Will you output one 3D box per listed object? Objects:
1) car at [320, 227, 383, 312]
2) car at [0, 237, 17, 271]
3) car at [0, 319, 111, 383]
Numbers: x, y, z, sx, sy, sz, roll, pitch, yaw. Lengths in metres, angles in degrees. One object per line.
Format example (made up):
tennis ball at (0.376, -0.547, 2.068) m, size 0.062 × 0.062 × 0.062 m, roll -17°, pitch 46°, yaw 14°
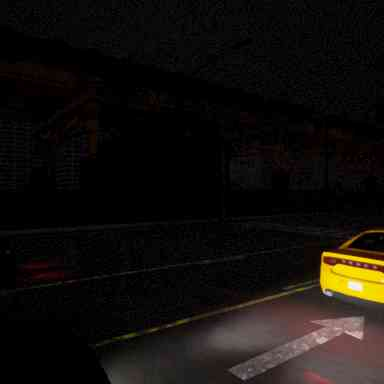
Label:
car at (4.840, 1.477, 7.180) m, size 5.008 × 1.535 × 1.882 m, roll 0°, pitch 0°, yaw -35°
car at (-7.051, 1.547, 7.557) m, size 5.357 × 1.411 × 2.033 m, roll 0°, pitch 0°, yaw -35°
car at (-2.773, 1.601, 1.774) m, size 4.718 × 1.301 × 1.895 m, roll 0°, pitch 0°, yaw -35°
